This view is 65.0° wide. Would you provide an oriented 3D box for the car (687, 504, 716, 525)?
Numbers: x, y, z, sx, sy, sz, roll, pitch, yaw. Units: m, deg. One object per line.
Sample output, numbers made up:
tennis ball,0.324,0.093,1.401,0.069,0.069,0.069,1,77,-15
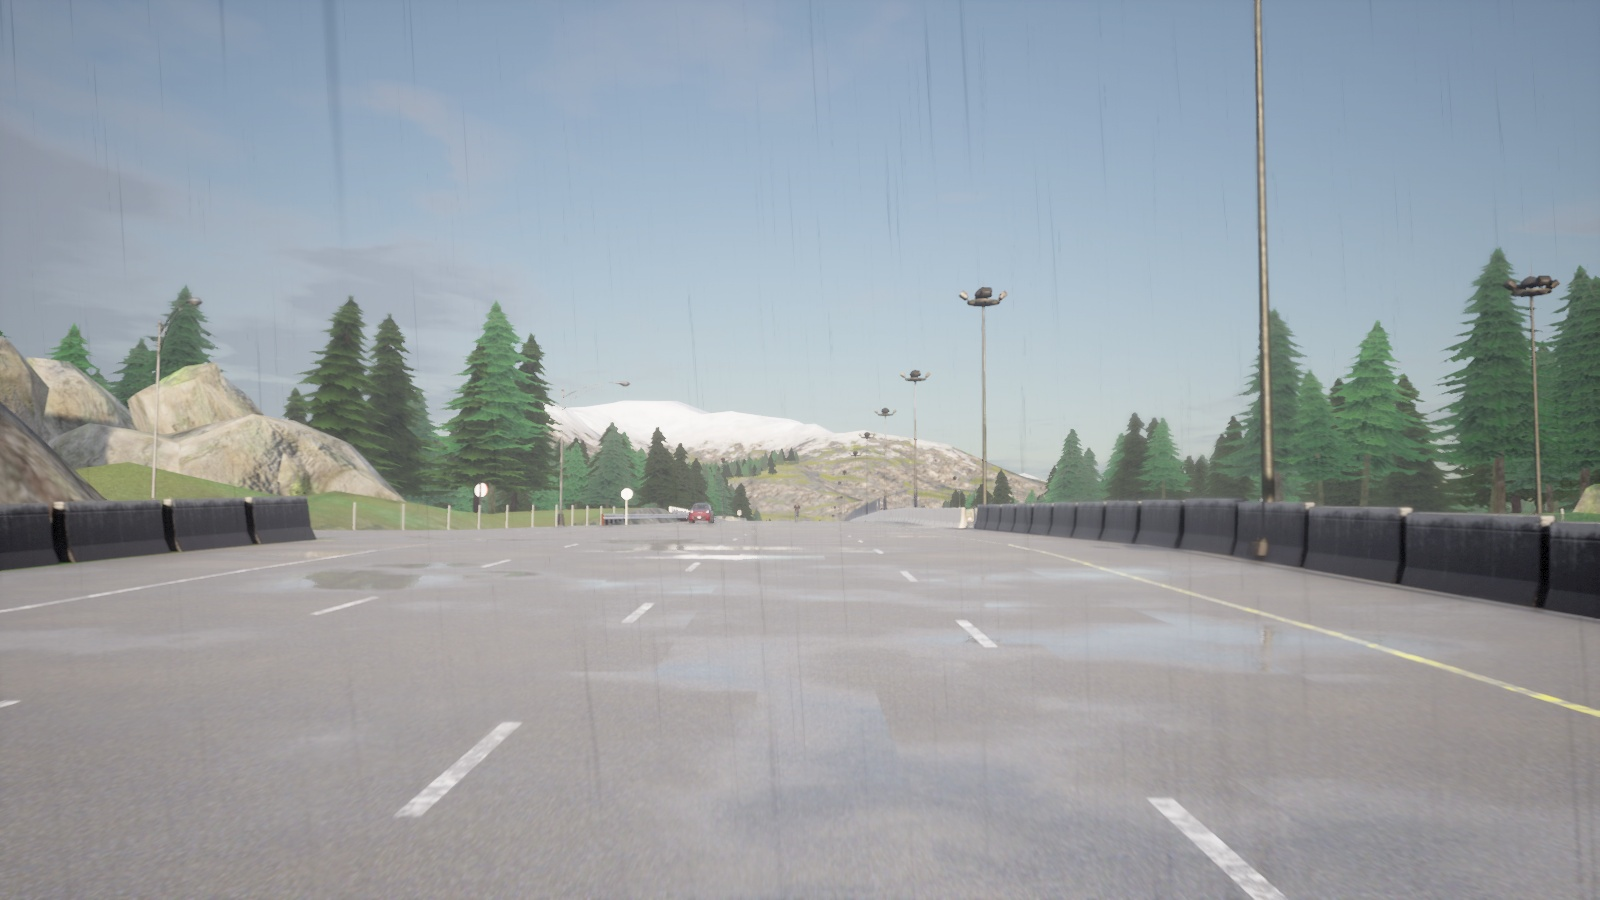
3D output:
car,-7.215,4.710,92.052,1.845,1.501,3.633,0,-3,0
